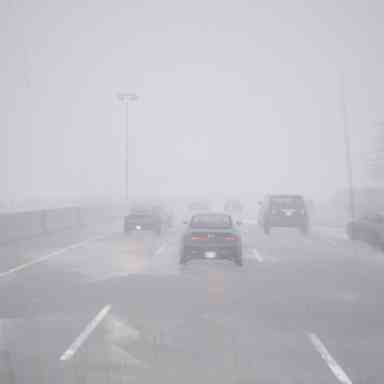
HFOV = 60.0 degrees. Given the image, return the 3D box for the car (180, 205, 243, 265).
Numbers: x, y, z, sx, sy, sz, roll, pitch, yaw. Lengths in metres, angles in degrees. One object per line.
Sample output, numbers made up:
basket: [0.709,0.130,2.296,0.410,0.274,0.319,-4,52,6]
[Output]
car: [0.675,1.425,11.372,1.837,1.490,4.892,0,0,4]

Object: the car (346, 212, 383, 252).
car: [7.910,1.496,13.557,1.994,1.385,4.181,0,0,6]

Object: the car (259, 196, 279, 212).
car: [8.391,1.251,36.042,1.882,1.535,5.008,0,0,14]

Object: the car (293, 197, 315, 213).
car: [11.788,1.297,35.199,1.837,1.490,4.892,0,0,14]

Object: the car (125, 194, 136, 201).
car: [-8.822,1.079,52.464,2.128,1.511,4.902,0,0,19]

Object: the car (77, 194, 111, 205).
car: [-13.815,1.145,48.385,2.033,1.411,5.357,0,0,17]

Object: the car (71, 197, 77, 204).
car: [-16.548,1.070,51.282,1.837,1.490,4.892,0,1,18]

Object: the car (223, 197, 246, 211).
car: [4.364,1.274,34.352,1.837,1.490,4.892,0,0,13]

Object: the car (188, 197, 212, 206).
car: [0.857,1.278,34.792,1.812,1.442,4.674,0,0,13]

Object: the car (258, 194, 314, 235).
car: [4.934,1.108,18.453,2.150,2.045,5.566,0,0,7]

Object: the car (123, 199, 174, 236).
car: [-2.190,1.368,17.735,1.837,1.490,4.892,0,0,7]

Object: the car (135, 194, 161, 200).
car: [-6.138,1.221,49.462,1.895,1.301,4.718,0,0,18]
